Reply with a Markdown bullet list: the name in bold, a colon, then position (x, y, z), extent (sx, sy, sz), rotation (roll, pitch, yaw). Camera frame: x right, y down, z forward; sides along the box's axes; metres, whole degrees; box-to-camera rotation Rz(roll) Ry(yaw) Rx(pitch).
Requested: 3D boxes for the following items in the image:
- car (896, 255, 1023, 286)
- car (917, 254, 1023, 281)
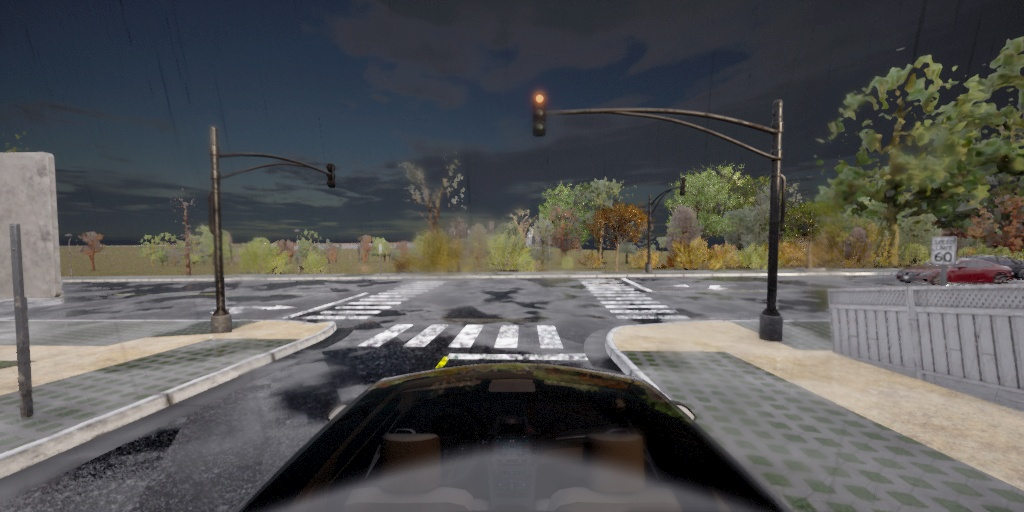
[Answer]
- **car**: position (23.694, 0.861, 19.252), extent (4.674, 1.442, 1.812), rotation (-1, 2, 4)
- **car**: position (28.947, 0.676, 22.117), extent (5.357, 1.411, 2.033), rotation (-1, 2, 4)
